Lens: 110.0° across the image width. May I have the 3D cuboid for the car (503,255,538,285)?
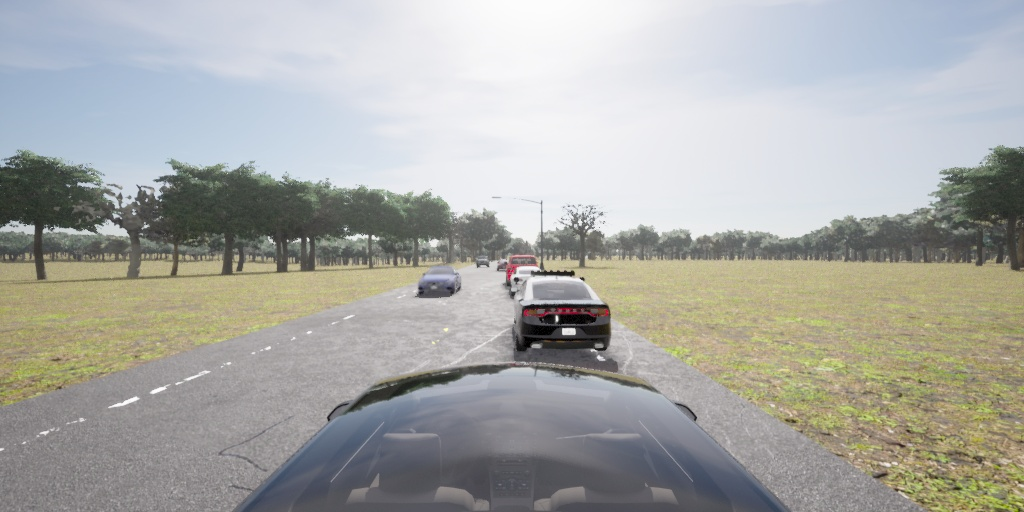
[{"bbox_3d":[0.666,0.974,25.087,2.150,2.045,5.566,0,0,-2],"label":"car"}]

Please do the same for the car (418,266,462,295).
[{"bbox_3d":[-3.862,1.276,19.825,1.812,1.442,4.674,0,0,-1],"label":"car"}]

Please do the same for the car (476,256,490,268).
[{"bbox_3d":[-5.101,1.002,62.727,2.150,2.045,5.566,0,0,-1],"label":"car"}]

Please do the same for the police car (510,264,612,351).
[{"bbox_3d":[1.009,1.174,9.115,1.930,1.638,5.238,0,0,-1],"label":"police car"}]

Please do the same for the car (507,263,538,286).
[{"bbox_3d":[0.836,1.275,19.041,1.812,1.442,4.674,0,0,-1],"label":"car"}]

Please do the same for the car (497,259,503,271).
[{"bbox_3d":[-1.074,1.290,49.196,1.812,1.442,4.674,0,0,-1],"label":"car"}]
